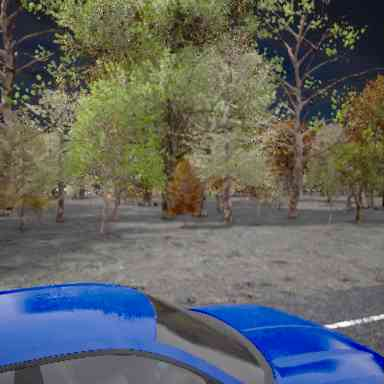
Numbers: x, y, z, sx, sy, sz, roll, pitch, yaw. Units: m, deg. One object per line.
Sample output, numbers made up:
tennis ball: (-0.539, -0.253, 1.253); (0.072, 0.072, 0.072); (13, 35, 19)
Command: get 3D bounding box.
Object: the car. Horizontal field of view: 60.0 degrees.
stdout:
car: (-0.751, 1.476, 2.352); (5.008, 1.535, 1.882); (0, 0, -21)
